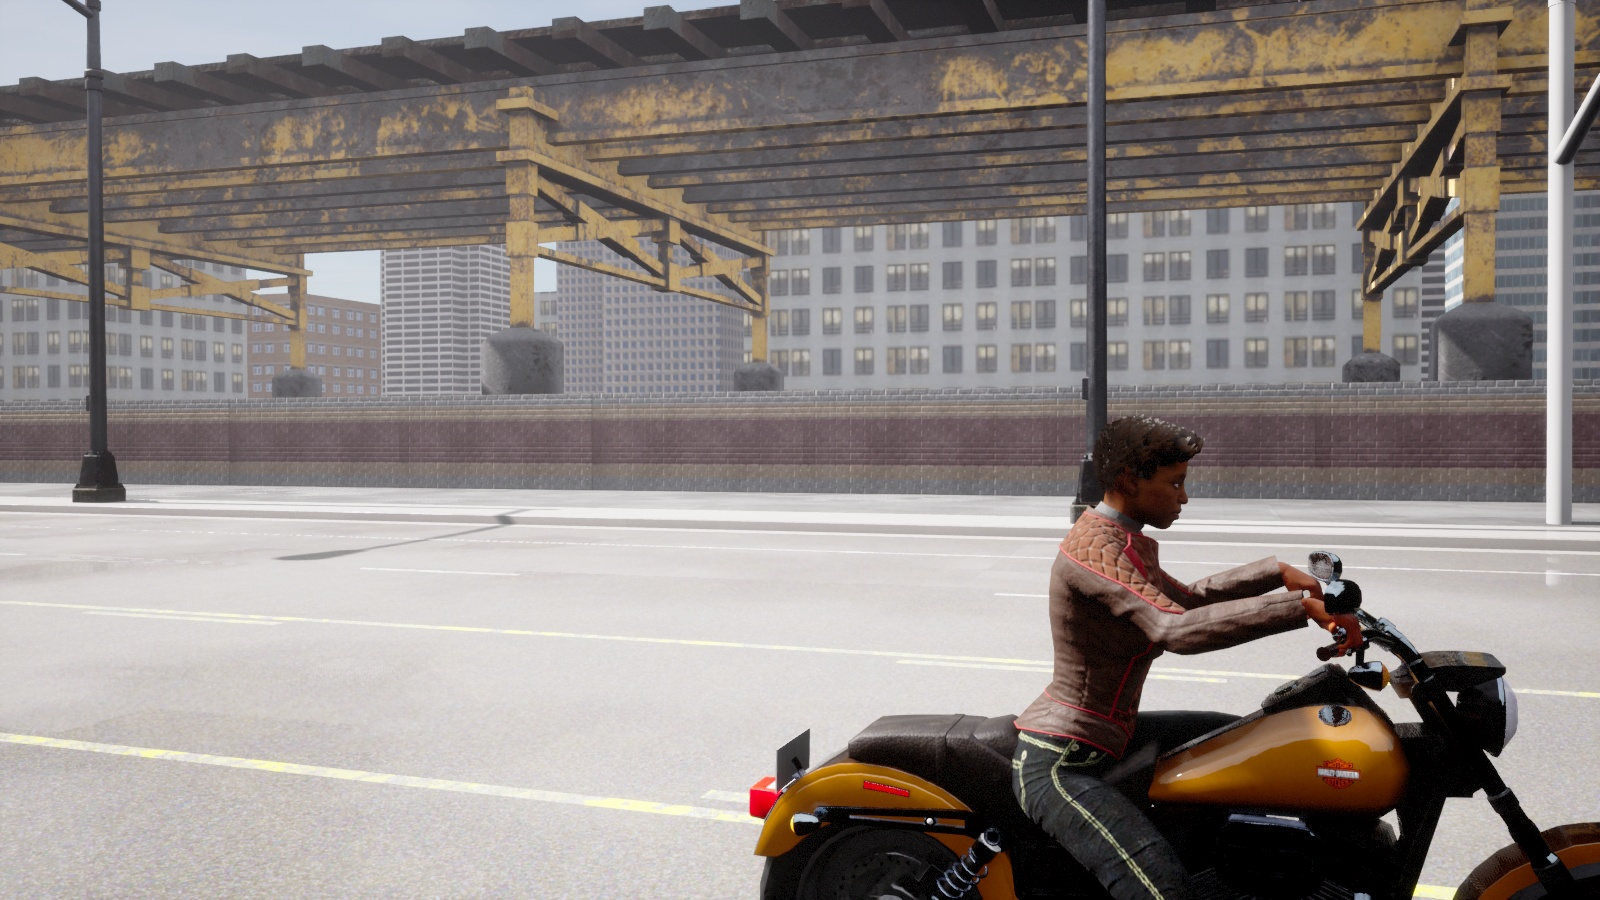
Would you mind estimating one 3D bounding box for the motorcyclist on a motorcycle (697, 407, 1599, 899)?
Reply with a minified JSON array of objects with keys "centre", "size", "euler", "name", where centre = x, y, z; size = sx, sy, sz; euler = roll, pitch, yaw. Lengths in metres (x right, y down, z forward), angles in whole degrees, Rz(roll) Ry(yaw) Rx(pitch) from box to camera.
[{"centre":[0.997,0.734,2.890],"size":[2.350,1.649,0.766],"euler":[1,1,20],"name":"motorcyclist on a motorcycle"}]
